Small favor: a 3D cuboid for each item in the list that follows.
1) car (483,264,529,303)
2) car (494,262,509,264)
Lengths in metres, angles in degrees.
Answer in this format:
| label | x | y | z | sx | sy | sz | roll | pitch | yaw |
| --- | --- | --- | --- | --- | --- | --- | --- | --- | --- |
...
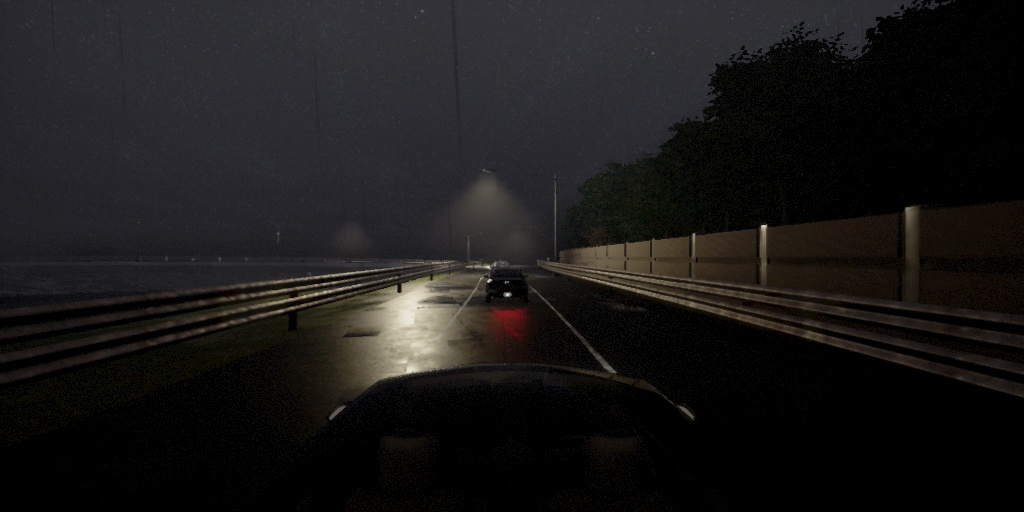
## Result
| label | x | y | z | sx | sy | sz | roll | pitch | yaw |
| --- | --- | --- | --- | --- | --- | --- | --- | --- | --- |
| car | -0.260 | 1.280 | 16.630 | 1.837 | 1.490 | 4.892 | 0 | 0 | -2 |
| car | -0.947 | 1.271 | 31.645 | 2.128 | 1.511 | 4.902 | 0 | 0 | -2 |
